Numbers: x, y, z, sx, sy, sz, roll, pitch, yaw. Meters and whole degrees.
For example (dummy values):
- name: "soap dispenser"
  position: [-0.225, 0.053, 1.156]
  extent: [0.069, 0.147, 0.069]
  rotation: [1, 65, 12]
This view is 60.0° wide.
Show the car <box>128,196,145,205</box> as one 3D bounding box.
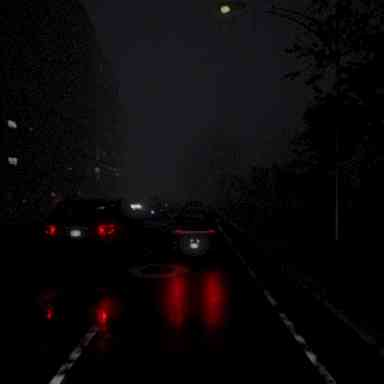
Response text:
- name: "car"
  position: [-9.708, 1.471, 58.578]
  extent: [2.128, 1.511, 4.902]
  rotation: [0, 0, -1]

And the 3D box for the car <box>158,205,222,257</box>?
- name: "car"
  position: [0.109, 1.484, 12.935]
  extent: [2.128, 1.511, 4.902]
  rotation: [0, 0, 1]

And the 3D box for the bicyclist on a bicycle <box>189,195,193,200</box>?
- name: "bicyclist on a bicycle"
  position: [0.021, 1.336, 84.378]
  extent: [0.659, 1.776, 1.843]
  rotation: [0, 0, -3]

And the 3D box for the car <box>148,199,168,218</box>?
- name: "car"
  position: [-3.055, 1.551, 28.125]
  extent: [1.994, 1.385, 4.181]
  rotation: [0, 0, 1]

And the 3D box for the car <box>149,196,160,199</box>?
- name: "car"
  position: [-6.452, 1.506, 57.465]
  extent: [1.812, 1.442, 4.674]
  rotation: [0, 0, -1]

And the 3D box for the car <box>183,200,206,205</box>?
- name: "car"
  position: [0.209, 1.463, 29.184]
  extent: [1.882, 1.535, 5.008]
  rotation: [0, 0, 1]

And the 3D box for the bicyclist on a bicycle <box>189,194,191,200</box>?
- name: "bicyclist on a bicycle"
  position: [-0.550, 1.413, 93.441]
  extent: [0.582, 1.620, 1.656]
  rotation: [0, 0, -4]

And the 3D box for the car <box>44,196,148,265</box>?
- name: "car"
  position: [-3.162, 1.216, 11.838]
  extent: [2.150, 2.045, 5.566]
  rotation: [0, 0, 1]
